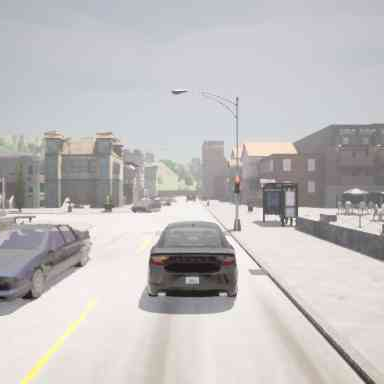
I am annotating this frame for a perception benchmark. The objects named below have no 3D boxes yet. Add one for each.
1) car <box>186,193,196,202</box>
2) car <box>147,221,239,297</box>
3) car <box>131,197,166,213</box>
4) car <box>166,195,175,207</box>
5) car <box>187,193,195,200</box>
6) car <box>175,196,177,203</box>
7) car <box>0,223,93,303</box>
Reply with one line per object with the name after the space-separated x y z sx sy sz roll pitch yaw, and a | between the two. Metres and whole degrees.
-0.210 1.217 76.739 2.150 2.045 5.566 0 0 0 | car
0.027 1.478 8.613 1.882 1.535 5.008 0 0 0 | car
-4.900 1.547 36.690 2.033 1.411 5.357 0 0 13 | car
-4.236 1.490 52.436 2.128 1.511 4.902 0 0 0 | car
-0.239 1.187 87.100 2.097 1.767 4.553 0 0 0 | car
-4.195 1.353 67.714 2.097 1.767 4.553 0 0 0 | car
-4.121 1.547 8.624 2.033 1.411 5.357 0 0 0 | car
